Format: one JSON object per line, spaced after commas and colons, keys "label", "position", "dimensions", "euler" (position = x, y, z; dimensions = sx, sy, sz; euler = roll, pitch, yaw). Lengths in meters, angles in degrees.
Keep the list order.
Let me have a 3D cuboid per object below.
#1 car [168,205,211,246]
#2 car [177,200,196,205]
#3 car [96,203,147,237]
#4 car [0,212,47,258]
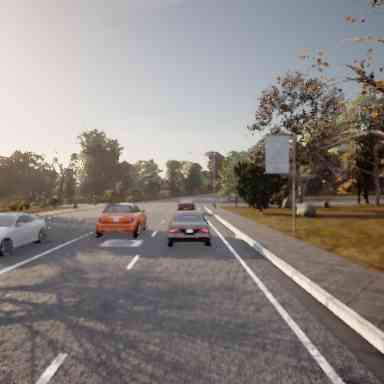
{"label": "car", "position": [-0.143, 1.556, 15.323], "dimensions": [2.033, 1.411, 5.357], "euler": [0, 0, -1]}
{"label": "car", "position": [-0.590, 1.564, 36.218], "dimensions": [1.882, 1.535, 5.008], "euler": [0, 0, -1]}
{"label": "car", "position": [-3.713, 1.370, 18.223], "dimensions": [2.097, 1.767, 4.553], "euler": [0, 0, -1]}
{"label": "car", "position": [-7.293, 1.539, 12.974], "dimensions": [1.812, 1.442, 4.674], "euler": [0, 0, -1]}
